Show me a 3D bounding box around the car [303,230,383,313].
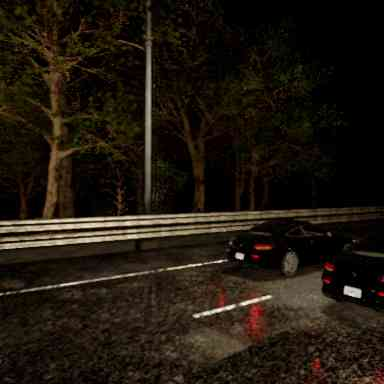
[{"bbox_3d":[4.644,1.580,7.103,4.674,1.442,1.812,0,0,-36],"label":"car"}]

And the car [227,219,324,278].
[{"bbox_3d":[3.157,1.585,10.347,4.674,1.442,1.812,0,0,-36],"label":"car"}]
